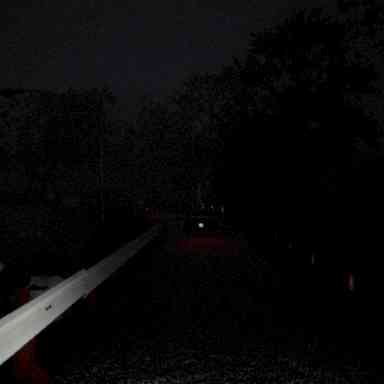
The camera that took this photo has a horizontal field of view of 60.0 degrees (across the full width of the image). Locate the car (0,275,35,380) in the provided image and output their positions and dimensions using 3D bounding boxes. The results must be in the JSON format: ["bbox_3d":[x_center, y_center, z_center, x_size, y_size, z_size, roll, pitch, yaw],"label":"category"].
[{"bbox_3d":[-6.829,3.576,7.478,5.566,2.045,2.435,0,5,-19],"label":"car"}]

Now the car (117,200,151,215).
[{"bbox_3d":[-6.244,1.542,34.733,4.674,1.442,1.812,0,3,39],"label":"car"}]

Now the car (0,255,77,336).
[{"bbox_3d":[-6.712,3.350,10.528,5.566,2.045,2.435,0,4,-19],"label":"car"}]

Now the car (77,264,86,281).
[{"bbox_3d":[-6.644,3.406,13.563,4.792,1.488,2.163,0,4,-18],"label":"car"}]

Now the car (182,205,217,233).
[{"bbox_3d":[0.451,1.547,20.091,2.128,1.511,4.902,0,0,-1],"label":"car"}]
